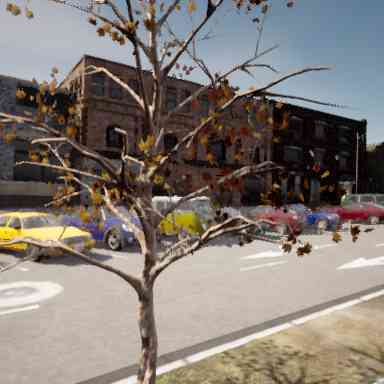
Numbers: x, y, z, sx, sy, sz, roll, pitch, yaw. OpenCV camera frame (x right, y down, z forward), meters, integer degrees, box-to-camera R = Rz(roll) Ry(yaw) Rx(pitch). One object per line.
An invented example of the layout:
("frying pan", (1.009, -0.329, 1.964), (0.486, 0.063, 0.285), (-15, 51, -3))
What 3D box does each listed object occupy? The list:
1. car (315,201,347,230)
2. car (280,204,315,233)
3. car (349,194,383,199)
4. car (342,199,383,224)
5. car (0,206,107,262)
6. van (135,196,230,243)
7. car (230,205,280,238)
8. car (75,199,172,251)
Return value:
("car", (6.622, 1.459, 20.462), (4.674, 1.452, 2.002), (-1, -1, 36))
("car", (4.108, 1.458, 18.781), (4.674, 1.452, 2.002), (-1, -1, 36))
("car", (14.251, 1.171, 25.381), (5.566, 2.045, 2.435), (-1, -1, 37))
("car", (11.681, 1.461, 23.756), (4.674, 1.452, 2.002), (-1, -1, 37))
("car", (-5.699, 1.408, 11.839), (5.366, 1.575, 1.946), (-1, -1, 35))
("van", (-0.799, 1.189, 15.333), (4.442, 1.987, 1.878), (-1, -1, 35))
("car", (1.598, 1.418, 17.104), (4.892, 1.521, 2.231), (-1, -1, 36))
("car", (-3.404, 1.290, 13.698), (4.553, 1.767, 2.185), (-1, -1, 35))
